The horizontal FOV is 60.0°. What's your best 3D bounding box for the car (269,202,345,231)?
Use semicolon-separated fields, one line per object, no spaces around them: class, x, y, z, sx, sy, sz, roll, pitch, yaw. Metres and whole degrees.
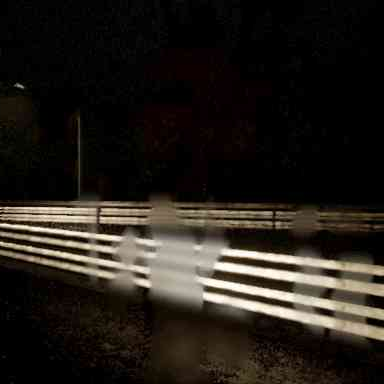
car;7.150;1.419;20.966;4.553;1.767;2.097;0;0;18
